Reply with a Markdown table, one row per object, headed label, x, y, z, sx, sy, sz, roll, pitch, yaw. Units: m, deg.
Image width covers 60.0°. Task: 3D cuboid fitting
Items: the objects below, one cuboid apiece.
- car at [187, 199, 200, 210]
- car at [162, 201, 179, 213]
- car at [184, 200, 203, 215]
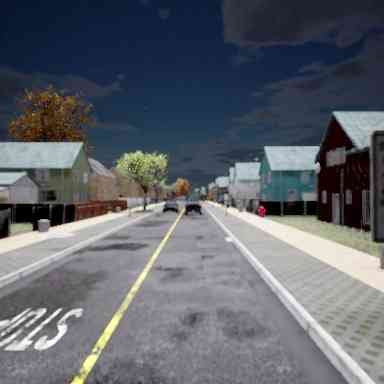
| label | x | y | z | sx | sy | sz | roll | pitch | yaw |
| --- | --- | --- | --- | --- | --- | --- | --- | --- | --- |
| car | 0.214 | 1.858 | 48.805 | 1.812 | 1.442 | 4.674 | 0 | 0 | 1 |
| car | -2.578 | 1.813 | 41.558 | 2.033 | 1.411 | 5.357 | 0 | -1 | 0 |
| car | 0.152 | 1.730 | 36.979 | 1.837 | 1.490 | 4.892 | 0 | 0 | 0 |
